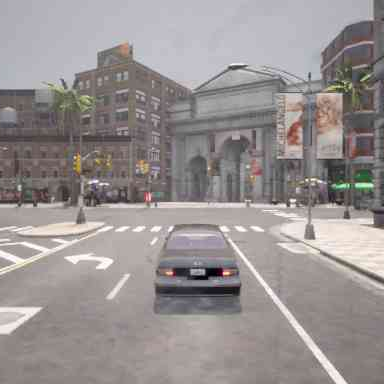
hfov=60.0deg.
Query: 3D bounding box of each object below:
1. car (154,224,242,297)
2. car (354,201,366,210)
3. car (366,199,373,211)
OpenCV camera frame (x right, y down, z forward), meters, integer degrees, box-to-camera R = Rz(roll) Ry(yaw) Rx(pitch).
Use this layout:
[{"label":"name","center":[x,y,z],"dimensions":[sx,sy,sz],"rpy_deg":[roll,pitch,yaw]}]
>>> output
[{"label":"car","center":[0.111,1.547,8.741],"dimensions":[2.033,1.411,5.357],"rpy_deg":[0,0,0]},{"label":"car","center":[22.279,1.564,40.966],"dimensions":[4.181,1.385,1.994],"rpy_deg":[0,0,0]},{"label":"car","center":[22.705,1.526,37.468],"dimensions":[4.674,1.442,1.812],"rpy_deg":[0,0,1]}]
